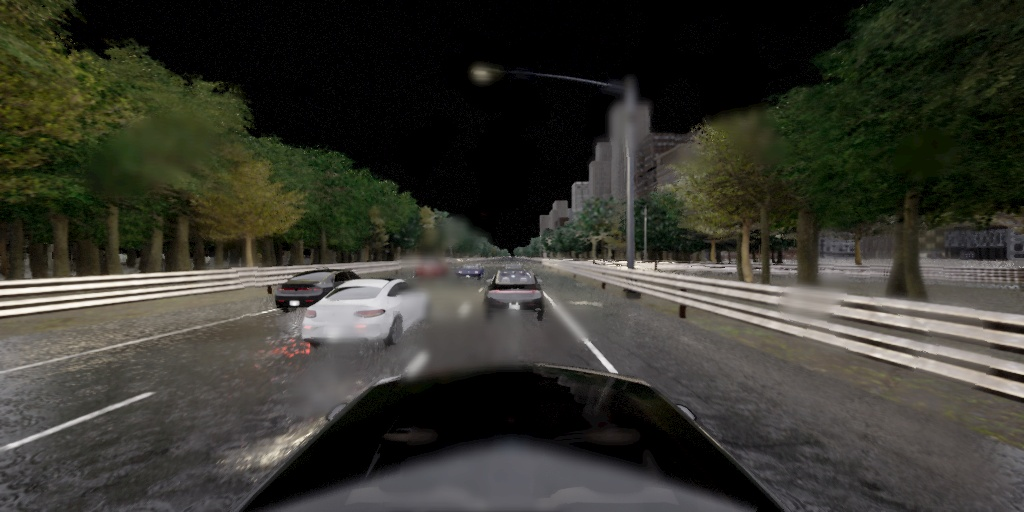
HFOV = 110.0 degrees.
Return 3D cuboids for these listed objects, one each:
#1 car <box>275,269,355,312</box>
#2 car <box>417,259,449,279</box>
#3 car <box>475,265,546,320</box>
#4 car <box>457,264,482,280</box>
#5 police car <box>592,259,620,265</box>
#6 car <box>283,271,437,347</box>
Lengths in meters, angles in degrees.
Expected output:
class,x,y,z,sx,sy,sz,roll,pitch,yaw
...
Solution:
class,x,y,z,sx,sy,sz,roll,pitch,yaw
car,-6.900,1.245,13.793,1.837,1.490,4.892,0,0,0
car,-6.904,1.068,31.757,2.097,1.767,4.553,0,0,0
car,0.098,1.233,12.562,2.128,1.511,4.902,0,0,0
car,-3.402,1.318,30.575,1.895,1.301,4.718,0,0,0
police car,15.084,1.237,57.987,1.930,1.638,5.238,0,1,-31
car,-3.402,1.271,9.151,1.812,1.442,4.674,0,0,0
